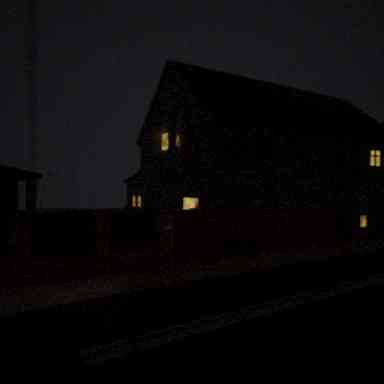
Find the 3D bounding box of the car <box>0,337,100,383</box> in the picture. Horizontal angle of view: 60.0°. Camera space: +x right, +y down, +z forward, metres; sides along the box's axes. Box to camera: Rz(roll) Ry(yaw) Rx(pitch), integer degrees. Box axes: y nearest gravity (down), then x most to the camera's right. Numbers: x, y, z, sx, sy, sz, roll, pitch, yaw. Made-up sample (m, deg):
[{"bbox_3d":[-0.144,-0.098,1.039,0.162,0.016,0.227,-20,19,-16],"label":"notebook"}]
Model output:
[{"bbox_3d":[-2.815,1.541,0.968,5.357,1.411,2.033,0,0,-36],"label":"car"}]
